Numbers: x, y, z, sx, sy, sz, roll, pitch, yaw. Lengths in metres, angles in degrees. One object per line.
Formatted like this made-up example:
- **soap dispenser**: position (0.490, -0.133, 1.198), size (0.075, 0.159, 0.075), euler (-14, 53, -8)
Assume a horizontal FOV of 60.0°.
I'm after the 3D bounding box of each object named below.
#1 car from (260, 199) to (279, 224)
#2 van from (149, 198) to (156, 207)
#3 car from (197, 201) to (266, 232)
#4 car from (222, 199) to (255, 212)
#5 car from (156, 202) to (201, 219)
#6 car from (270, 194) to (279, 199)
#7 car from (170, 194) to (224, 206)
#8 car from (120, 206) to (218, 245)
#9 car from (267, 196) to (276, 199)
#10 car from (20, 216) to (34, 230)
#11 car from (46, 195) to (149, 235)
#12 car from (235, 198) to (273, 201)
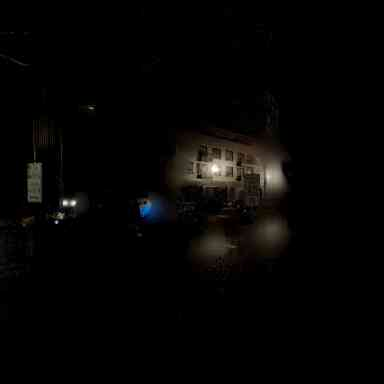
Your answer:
- **car**: position (5.857, 1.531, 24.879), size (1.752, 1.417, 4.829), euler (0, 0, 36)
- **van**: position (-4.481, 1.331, 25.146), size (1.690, 1.788, 3.998), euler (0, 0, 36)
- **car**: position (2.529, 1.531, 20.290), size (1.752, 1.417, 4.829), euler (0, 0, 36)
- **car**: position (5.506, 1.549, 38.913), size (1.947, 1.339, 4.313), euler (0, 0, 36)
- **car**: position (-1.152, 1.572, 29.736), size (1.802, 1.307, 4.206), euler (0, 0, 36)
- **car**: position (12.165, 1.288, 48.091), size (2.192, 1.841, 5.009), euler (0, 0, 36)
- **car**: position (0.683, 1.216, 27.885), size (2.150, 2.045, 5.566), euler (0, 0, 36)
- **car**: position (-0.899, 1.556, 15.565), size (2.008, 1.369, 4.403), euler (0, 0, 36)
- **car**: position (8.835, 1.544, 43.502), size (1.947, 1.339, 4.313), euler (0, 0, 36)
- **car**: position (-7.910, 1.514, 20.419), size (1.752, 1.417, 4.829), euler (0, 0, 36)
- **car**: position (-5.404, 1.216, 19.501), size (2.150, 2.045, 5.566), euler (0, 0, 36)
- **car**: position (6.751, 1.590, 36.234), size (1.895, 1.301, 4.718), euler (0, 0, 36)
